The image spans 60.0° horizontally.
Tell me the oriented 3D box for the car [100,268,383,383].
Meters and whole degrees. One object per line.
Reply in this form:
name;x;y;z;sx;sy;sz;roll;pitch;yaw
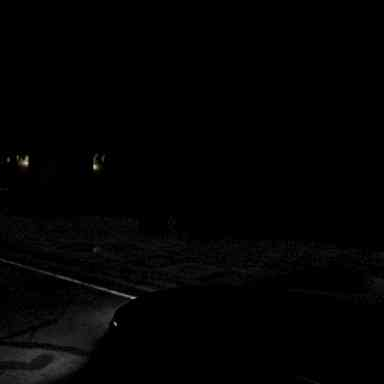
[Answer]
car;1.142;1.522;3.217;4.674;1.442;1.812;1;0;36
